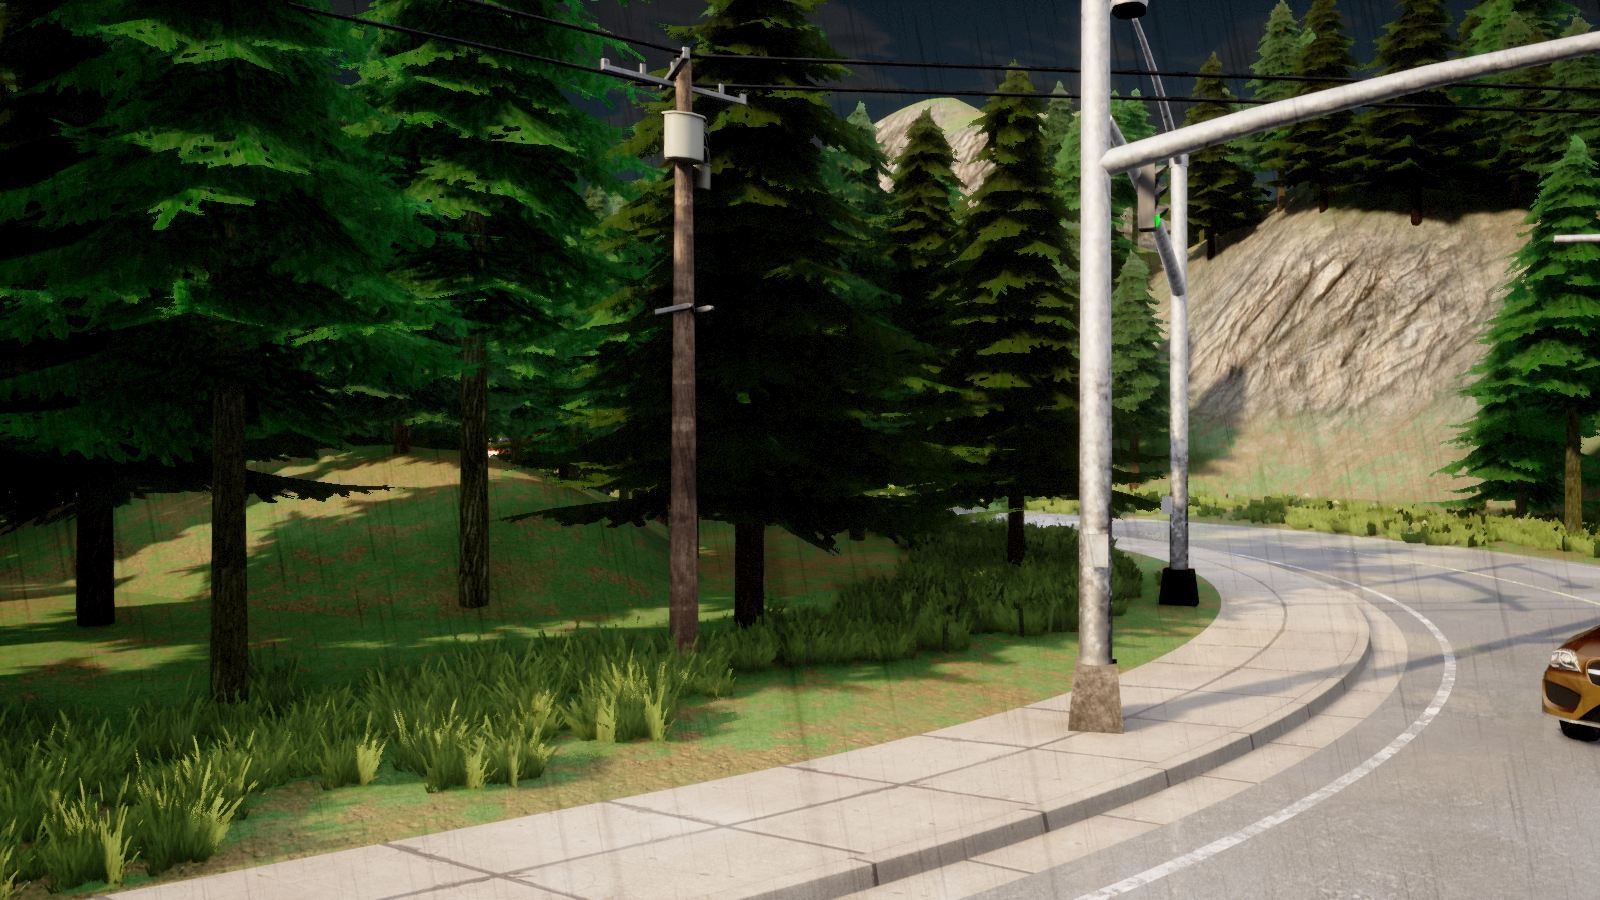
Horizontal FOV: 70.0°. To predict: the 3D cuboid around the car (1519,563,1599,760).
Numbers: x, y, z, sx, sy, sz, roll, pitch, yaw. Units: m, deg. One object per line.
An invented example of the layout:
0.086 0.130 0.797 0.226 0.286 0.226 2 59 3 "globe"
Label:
9.577 1.970 11.147 5.027 1.651 2.152 0 0 -29 "car"
